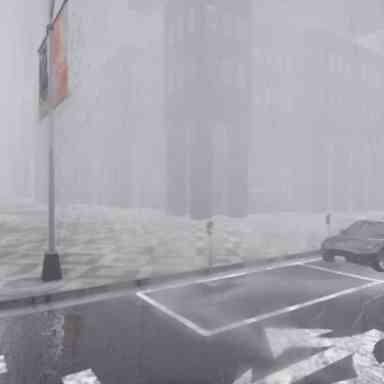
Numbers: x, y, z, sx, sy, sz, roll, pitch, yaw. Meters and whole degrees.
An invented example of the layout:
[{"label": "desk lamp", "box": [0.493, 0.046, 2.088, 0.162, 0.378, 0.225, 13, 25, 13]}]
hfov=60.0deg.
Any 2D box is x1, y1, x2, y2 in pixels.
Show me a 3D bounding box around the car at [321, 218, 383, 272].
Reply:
[{"label": "car", "box": [6.010, 1.536, 10.689, 4.313, 1.339, 1.947, 0, 0, -34]}]
